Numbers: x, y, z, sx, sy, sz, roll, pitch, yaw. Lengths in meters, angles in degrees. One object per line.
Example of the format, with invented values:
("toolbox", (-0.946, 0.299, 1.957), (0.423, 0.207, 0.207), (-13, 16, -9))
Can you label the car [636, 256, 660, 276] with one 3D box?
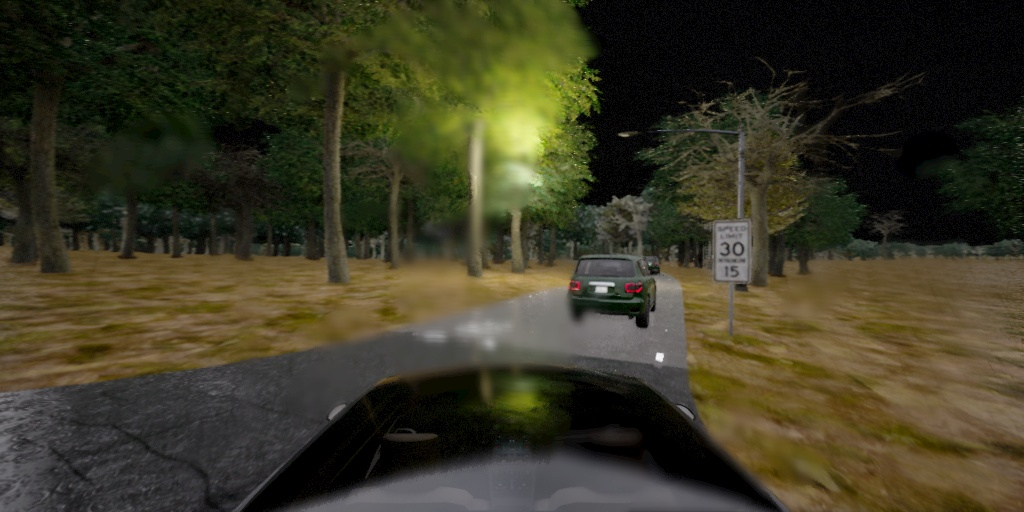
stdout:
("car", (15.126, 0.986, 39.998), (2.150, 2.045, 5.566), (0, 0, 17))

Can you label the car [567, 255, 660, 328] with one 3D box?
("car", (3.471, 0.980, 11.831), (2.150, 2.045, 5.566), (0, 0, 25))

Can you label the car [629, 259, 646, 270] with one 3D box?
("car", (18.387, 1.215, 52.716), (1.812, 1.442, 4.674), (0, 1, 12))
